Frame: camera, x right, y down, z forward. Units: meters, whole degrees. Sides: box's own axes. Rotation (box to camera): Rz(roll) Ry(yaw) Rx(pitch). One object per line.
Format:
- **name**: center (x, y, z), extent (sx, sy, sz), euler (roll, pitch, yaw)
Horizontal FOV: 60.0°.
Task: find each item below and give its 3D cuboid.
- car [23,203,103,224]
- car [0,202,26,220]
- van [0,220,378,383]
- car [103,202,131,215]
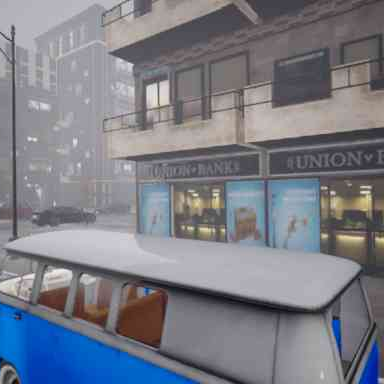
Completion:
- **car**: center (-8.518, 1.575, 22.334), extent (1.947, 1.339, 4.313), euler (-2, -1, 36)
- **car**: center (-15.269, 1.597, 27.301), extent (1.967, 1.590, 4.097), euler (-2, -1, 36)
- **van**: center (-0.422, 1.341, 3.162), extent (3.998, 1.788, 1.690), euler (0, -1, 36)
- **car**: center (-8.590, 1.787, 36.385), extent (1.947, 1.339, 4.313), euler (-2, -1, 36)
